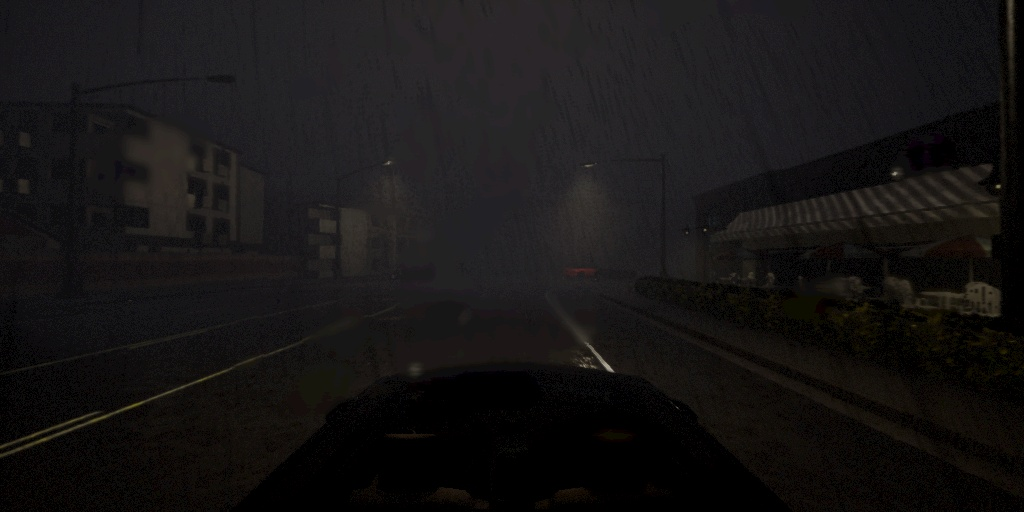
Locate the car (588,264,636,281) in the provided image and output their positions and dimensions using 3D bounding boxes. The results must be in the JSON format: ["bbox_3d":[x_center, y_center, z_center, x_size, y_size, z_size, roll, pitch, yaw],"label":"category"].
[{"bbox_3d":[10.485,1.729,36.348,4.902,1.511,2.128,0,-1,-33],"label":"car"}]

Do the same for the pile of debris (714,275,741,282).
[{"bbox_3d":[23.905,2.467,40.039,1.860,0.140,1.500,0,0,-1],"label":"pile of debris"}]

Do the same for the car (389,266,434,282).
[{"bbox_3d":[-9.617,1.700,34.696,2.128,1.511,4.902,0,-1,29],"label":"car"}]

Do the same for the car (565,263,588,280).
[{"bbox_3d":[7.908,1.623,38.904,4.553,1.767,2.097,1,-1,-36],"label":"car"}]
